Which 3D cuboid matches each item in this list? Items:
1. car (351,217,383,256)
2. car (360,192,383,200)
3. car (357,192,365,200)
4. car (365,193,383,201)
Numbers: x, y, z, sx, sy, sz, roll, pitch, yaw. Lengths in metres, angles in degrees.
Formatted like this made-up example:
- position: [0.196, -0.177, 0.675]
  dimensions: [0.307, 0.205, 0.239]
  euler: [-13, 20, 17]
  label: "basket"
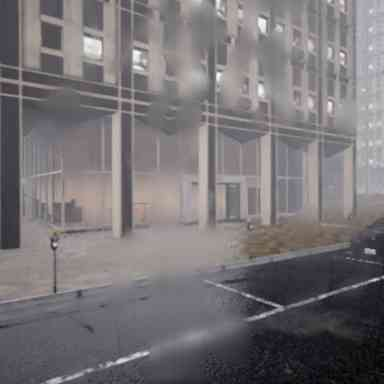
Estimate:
- position: [7.464, 1.518, 11.884]
  dimensions: [4.313, 1.339, 1.947]
  euler: [0, 0, -36]
  label: "car"
- position: [35.142, 0.760, 64.390]
  dimensions: [1.802, 1.307, 4.206]
  euler: [1, 1, -36]
  label: "car"
- position: [28.373, 0.534, 59.457]
  dimensions: [2.192, 1.841, 5.009]
  euler: [1, 0, -36]
  label: "car"
- position: [31.614, 0.908, 54.928]
  dimensions: [1.802, 1.307, 4.206]
  euler: [1, 0, -36]
  label: "car"
